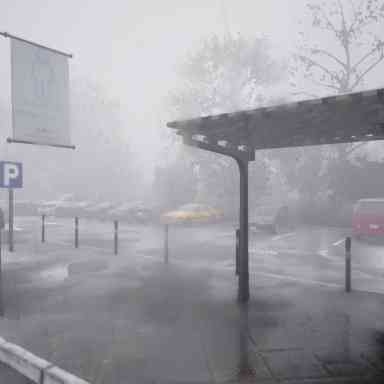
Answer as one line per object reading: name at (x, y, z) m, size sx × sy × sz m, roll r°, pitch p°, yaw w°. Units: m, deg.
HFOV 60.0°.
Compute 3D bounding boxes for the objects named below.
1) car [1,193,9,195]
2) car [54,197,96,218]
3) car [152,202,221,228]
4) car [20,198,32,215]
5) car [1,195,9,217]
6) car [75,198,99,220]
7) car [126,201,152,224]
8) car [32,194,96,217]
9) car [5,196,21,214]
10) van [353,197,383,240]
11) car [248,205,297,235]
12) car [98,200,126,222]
car at (-24.764, 1.153, 40.368) m, size 2.435 × 2.045 × 5.566 m, roll 0°, pitch 0°, yaw 36°
car at (-8.930, 1.466, 29.102) m, size 2.097 × 1.535 × 5.008 m, roll 0°, pitch 0°, yaw 36°
car at (-0.006, 1.475, 22.495) m, size 1.946 × 1.575 × 5.366 m, roll 0°, pitch 0°, yaw 36°
car at (-13.453, 1.462, 32.319) m, size 2.231 × 1.521 × 4.892 m, roll 0°, pitch 0°, yaw 36°
car at (-17.863, 1.444, 35.702) m, size 1.946 × 1.575 × 5.366 m, roll 0°, pitch 0°, yaw 36°
car at (-6.671, 1.469, 27.489) m, size 2.097 × 1.535 × 5.008 m, roll 0°, pitch 0°, yaw 36°
car at (-2.140, 1.505, 24.283) m, size 2.163 × 1.488 × 4.792 m, roll 0°, pitch 0°, yaw 36°
car at (-11.208, 1.212, 30.688) m, size 2.435 × 2.045 × 5.566 m, roll 0°, pitch 0°, yaw 36°
car at (-15.713, 1.455, 33.934) m, size 2.097 × 1.535 × 5.008 m, roll 0°, pitch 0°, yaw 36°
van at (9.205, 1.264, 16.289) m, size 1.878 × 1.987 × 4.442 m, roll 0°, pitch 0°, yaw 36°
car at (4.604, 1.514, 19.396) m, size 2.163 × 1.488 × 4.792 m, roll 0°, pitch 0°, yaw 36°
car at (-4.411, 1.473, 25.877) m, size 2.231 × 1.521 × 4.892 m, roll 0°, pitch 0°, yaw 36°
